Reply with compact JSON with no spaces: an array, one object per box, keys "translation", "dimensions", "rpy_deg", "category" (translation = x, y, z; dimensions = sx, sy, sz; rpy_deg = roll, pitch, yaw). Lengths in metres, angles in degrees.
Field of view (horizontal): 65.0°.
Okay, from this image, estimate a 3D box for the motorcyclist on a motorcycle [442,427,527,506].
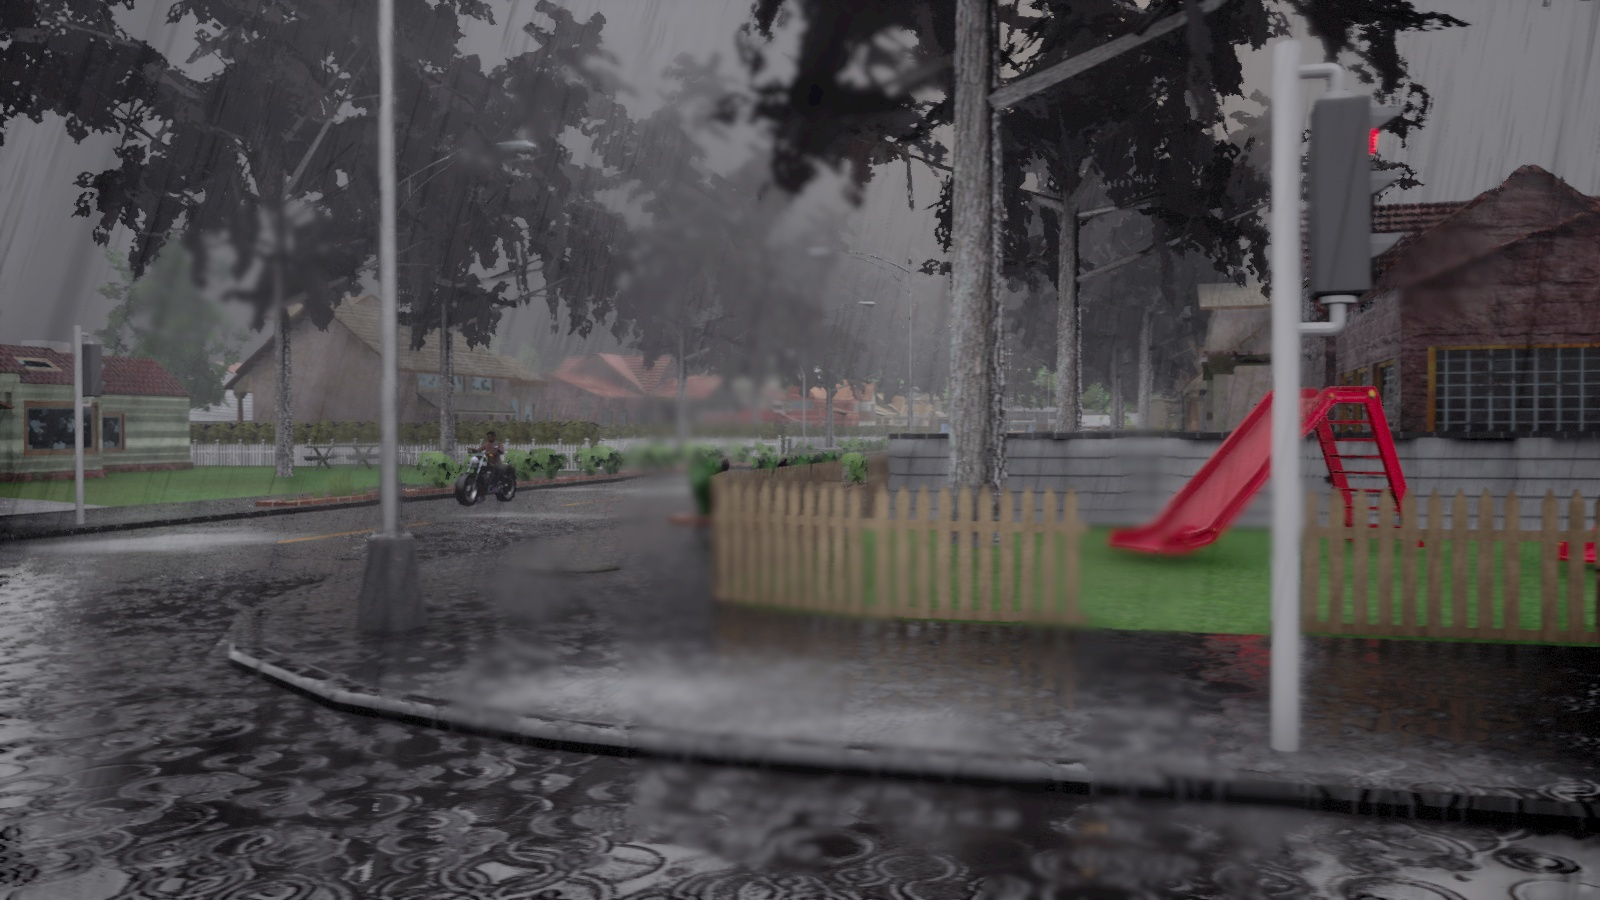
[{"translation":[-6.899,0.332,27.604],"dimensions":[0.766,1.649,2.350],"rpy_deg":[0,1,16],"category":"motorcyclist on a motorcycle"}]
